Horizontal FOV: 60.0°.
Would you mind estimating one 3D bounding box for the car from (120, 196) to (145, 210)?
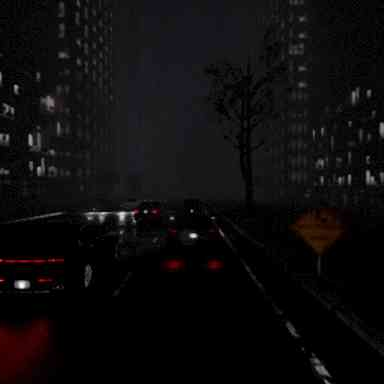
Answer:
[{"bbox_3d":[-6.728,1.339,36.952,1.812,1.442,4.674,0,0,0],"label":"car"}]

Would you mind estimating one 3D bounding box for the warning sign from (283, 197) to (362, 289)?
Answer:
[{"bbox_3d":[2.841,1.074,7.421,1.300,1.860,1.060,1,1,0],"label":"warning sign"}]

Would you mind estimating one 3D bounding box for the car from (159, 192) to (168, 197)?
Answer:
[{"bbox_3d":[-6.790,0.691,78.588,1.882,1.535,5.008,0,0,0],"label":"car"}]

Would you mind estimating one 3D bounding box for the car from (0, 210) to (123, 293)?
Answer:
[{"bbox_3d":[-3.204,1.464,8.696,1.837,1.490,4.892,0,1,0],"label":"car"}]

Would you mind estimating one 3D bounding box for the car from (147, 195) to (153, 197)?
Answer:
[{"bbox_3d":[-10.037,0.931,77.966,2.033,1.411,5.357,0,0,0],"label":"car"}]

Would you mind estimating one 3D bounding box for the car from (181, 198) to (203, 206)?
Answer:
[{"bbox_3d":[-0.018,1.344,31.127,1.837,1.490,4.892,0,1,0],"label":"car"}]

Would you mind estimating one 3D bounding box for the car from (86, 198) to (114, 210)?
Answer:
[{"bbox_3d":[-9.981,1.366,36.597,2.033,1.411,5.357,0,0,0],"label":"car"}]

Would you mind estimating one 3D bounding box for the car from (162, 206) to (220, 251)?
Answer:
[{"bbox_3d":[0.043,1.493,13.656,1.994,1.385,4.181,0,0,0],"label":"car"}]

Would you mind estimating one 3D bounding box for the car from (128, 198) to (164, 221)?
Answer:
[{"bbox_3d":[-3.258,1.416,25.828,2.033,1.411,5.357,0,0,0],"label":"car"}]
